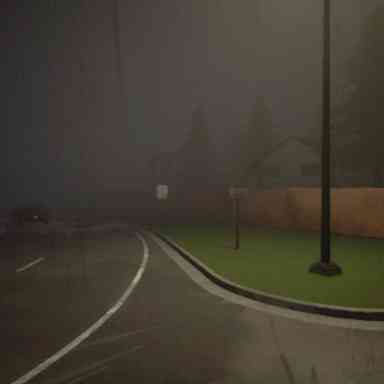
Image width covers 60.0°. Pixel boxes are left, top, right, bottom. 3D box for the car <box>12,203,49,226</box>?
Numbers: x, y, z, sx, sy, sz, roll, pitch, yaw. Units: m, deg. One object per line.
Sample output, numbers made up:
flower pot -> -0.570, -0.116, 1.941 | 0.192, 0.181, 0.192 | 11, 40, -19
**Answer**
car -> -11.852, 1.515, 24.288 | 1.882, 1.535, 5.008 | 1, -1, -34
